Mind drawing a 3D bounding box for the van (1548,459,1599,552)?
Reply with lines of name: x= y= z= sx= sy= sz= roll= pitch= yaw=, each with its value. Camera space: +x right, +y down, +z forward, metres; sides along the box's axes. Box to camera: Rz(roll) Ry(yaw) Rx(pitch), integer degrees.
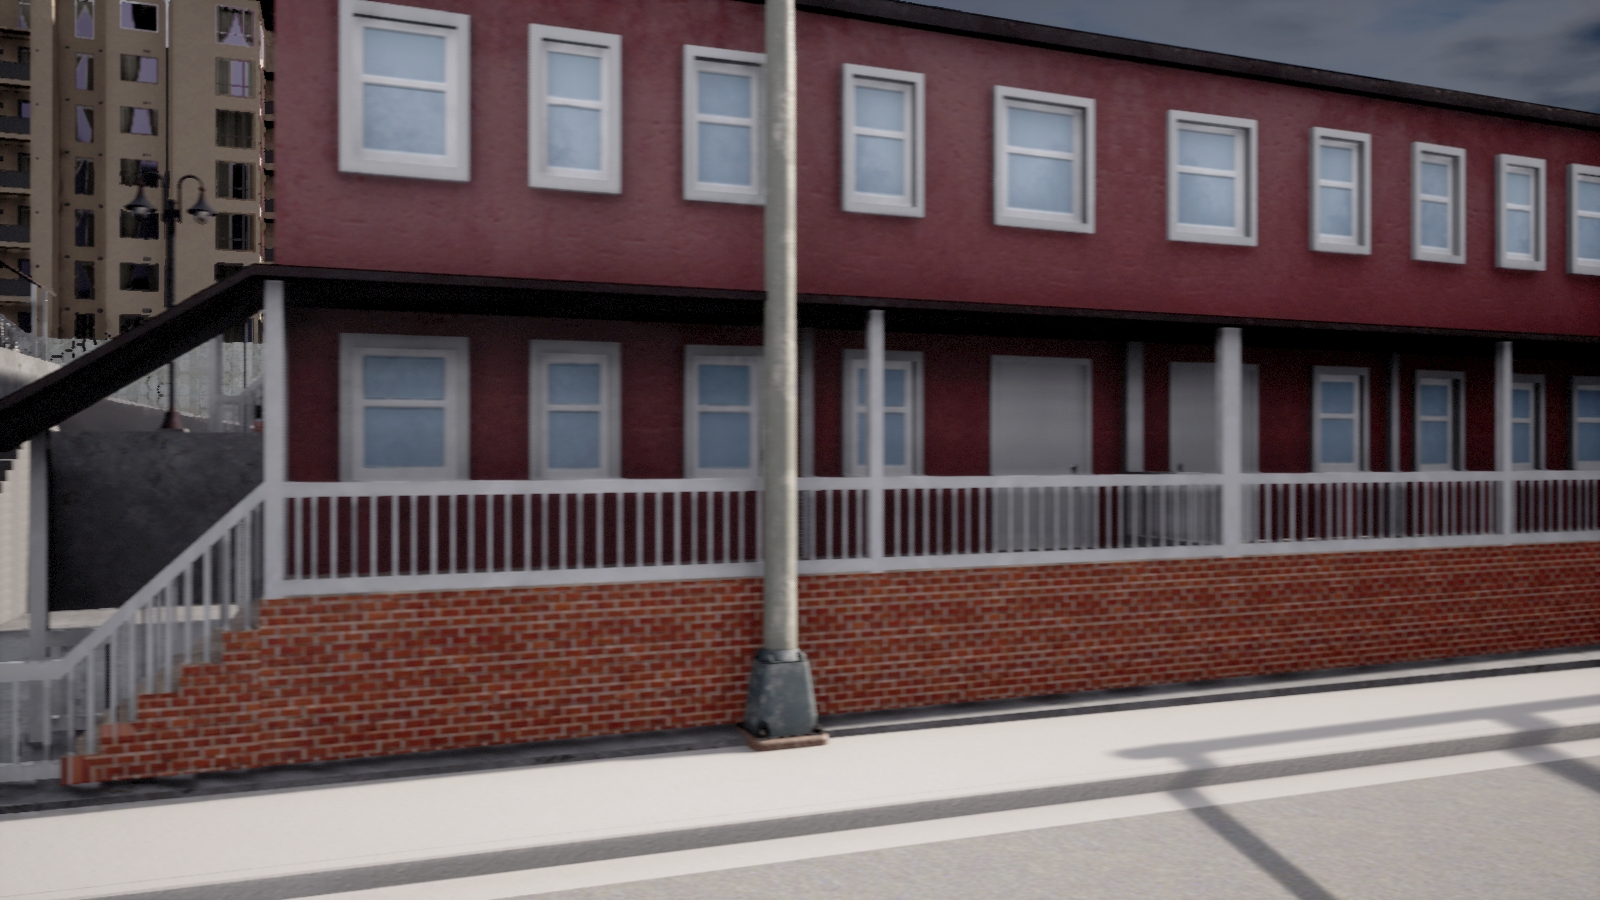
van: x=23.565 y=1.538 z=30.564 sx=1.988 sy=2.561 sz=5.915 roll=0 pitch=0 yaw=-20
